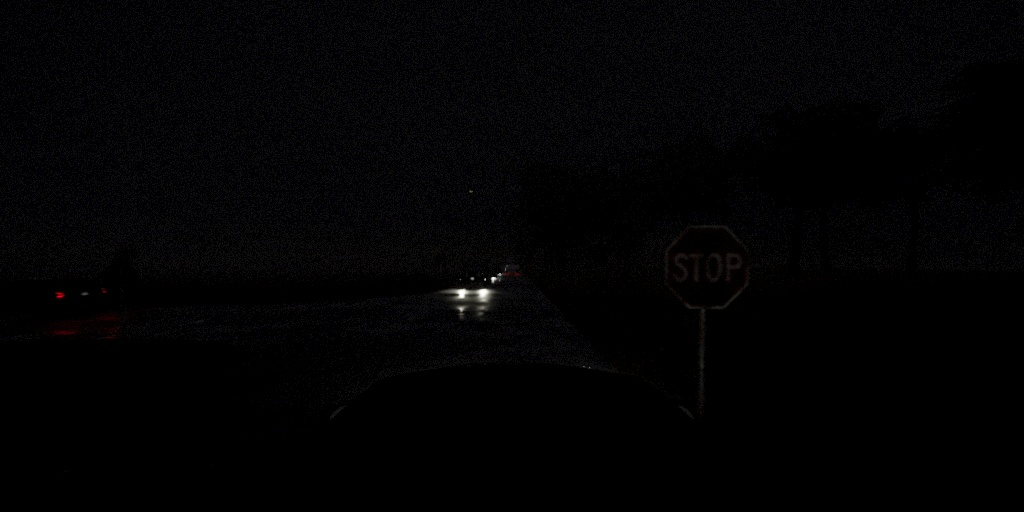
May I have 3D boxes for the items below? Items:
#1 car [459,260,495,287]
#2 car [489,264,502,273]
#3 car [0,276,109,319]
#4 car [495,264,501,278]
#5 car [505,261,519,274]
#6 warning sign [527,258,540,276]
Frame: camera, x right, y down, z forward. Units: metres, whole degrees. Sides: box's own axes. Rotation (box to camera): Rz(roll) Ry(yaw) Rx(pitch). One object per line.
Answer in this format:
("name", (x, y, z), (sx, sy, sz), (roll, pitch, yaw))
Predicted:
("car", (-2.862, 1.344, 28.903), (2.150, 2.045, 5.566), (0, -1, 1))
("car", (-2.775, 2.189, 61.348), (1.837, 1.490, 4.892), (0, -2, 1))
("car", (-20.650, 1.714, 15.578), (4.553, 1.767, 2.097), (-1, 2, 1))
("car", (-2.842, 1.922, 44.823), (2.033, 1.411, 5.357), (0, -1, 0))
("car", (0.005, 1.870, 59.669), (2.150, 2.045, 5.566), (0, -1, 0))
("warning sign", (2.453, 1.472, 43.793), (1.300, 1.860, 1.060), (0, 0, 0))
